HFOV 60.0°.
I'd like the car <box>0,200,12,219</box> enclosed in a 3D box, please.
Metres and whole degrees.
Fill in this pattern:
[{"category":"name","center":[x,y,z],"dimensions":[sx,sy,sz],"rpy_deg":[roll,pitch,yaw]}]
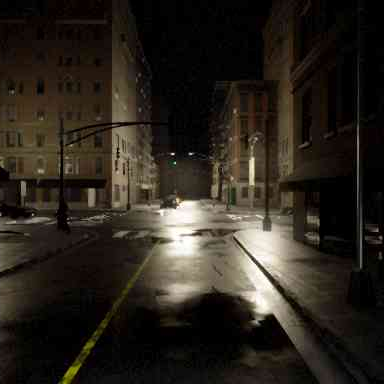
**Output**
[{"category":"car","center":[-15.445,1.279,22.757],"dimensions":[4.892,1.490,1.837],"rpy_deg":[1,0,0]}]

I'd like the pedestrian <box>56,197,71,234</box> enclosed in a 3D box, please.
[{"category":"pedestrian","center":[-6.339,1.139,16.473],"dimensions":[0.375,1.860,0.375],"rpy_deg":[0,0,0]}]

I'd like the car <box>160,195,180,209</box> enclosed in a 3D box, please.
[{"category":"car","center":[-3.050,1.334,43.962],"dimensions":[2.097,1.767,4.553],"rpy_deg":[0,0,-1]}]

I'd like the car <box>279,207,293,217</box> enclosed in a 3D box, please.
[{"category":"car","center":[10.977,1.794,32.619],"dimensions":[4.718,1.301,1.895],"rpy_deg":[1,0,0]}]

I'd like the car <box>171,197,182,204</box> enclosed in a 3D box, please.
[{"category":"car","center":[-2.983,1.568,65.081],"dimensions":[1.895,1.301,4.718],"rpy_deg":[0,0,1]}]

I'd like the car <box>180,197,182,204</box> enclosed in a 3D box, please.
[{"category":"car","center":[-3.061,1.327,53.603],"dimensions":[2.097,1.767,4.553],"rpy_deg":[0,0,0]}]

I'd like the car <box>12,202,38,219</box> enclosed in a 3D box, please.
[{"category":"car","center":[-15.019,1.327,26.030],"dimensions":[5.357,1.411,2.033],"rpy_deg":[1,0,4]}]
